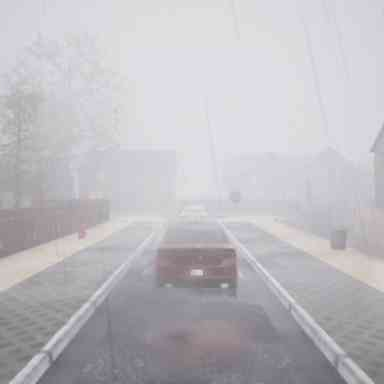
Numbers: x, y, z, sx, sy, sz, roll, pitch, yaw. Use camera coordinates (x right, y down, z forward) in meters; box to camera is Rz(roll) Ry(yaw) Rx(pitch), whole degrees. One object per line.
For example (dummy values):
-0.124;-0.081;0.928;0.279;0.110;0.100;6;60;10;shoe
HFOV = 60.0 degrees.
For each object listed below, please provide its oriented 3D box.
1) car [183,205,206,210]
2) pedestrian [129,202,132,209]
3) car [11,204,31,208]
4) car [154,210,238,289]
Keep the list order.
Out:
0.146;1.547;20.394;1.812;1.442;4.674;0;0;2;car
-6.762;1.396;36.551;0.375;1.860;0.375;0;-1;1;pedestrian
-14.975;1.751;30.776;4.181;1.385;1.994;-1;-1;1;car
0.087;1.488;9.246;1.882;1.535;5.008;0;0;0;car
